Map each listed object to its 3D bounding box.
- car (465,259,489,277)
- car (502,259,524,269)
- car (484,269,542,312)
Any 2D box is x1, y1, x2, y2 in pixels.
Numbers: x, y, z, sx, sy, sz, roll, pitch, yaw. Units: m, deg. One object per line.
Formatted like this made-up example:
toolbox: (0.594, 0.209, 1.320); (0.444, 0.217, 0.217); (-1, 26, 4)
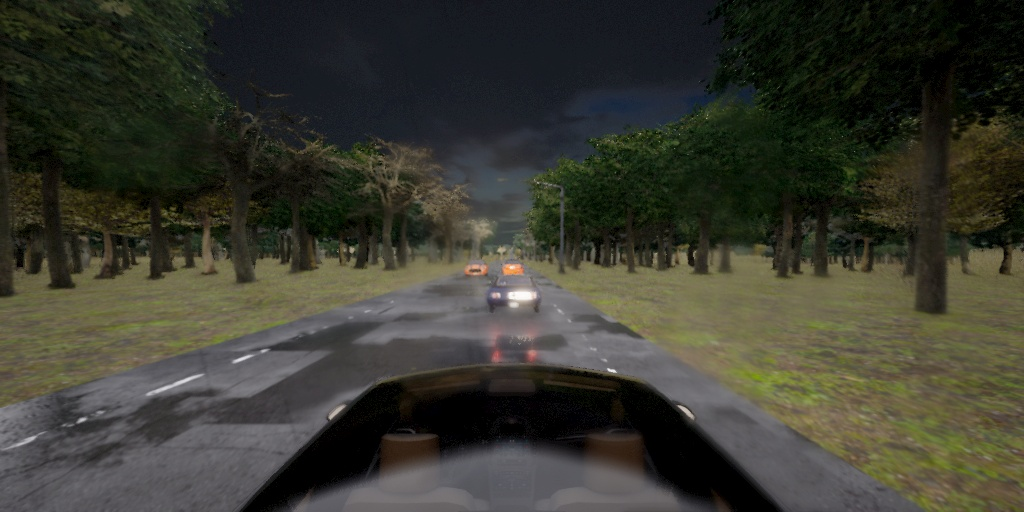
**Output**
car: (-3.482, 1.131, 36.376); (2.097, 1.767, 4.553); (0, 0, 0)
car: (0.114, 1.131, 36.306); (2.097, 1.767, 4.553); (0, 0, 0)
car: (0.090, 1.365, 14.221); (1.895, 1.301, 4.718); (0, 0, 0)
